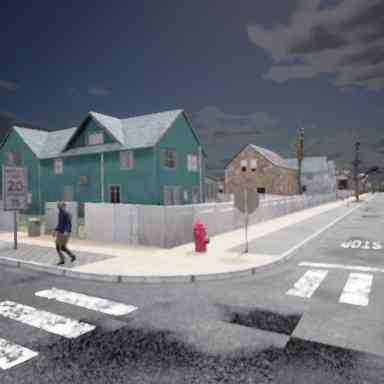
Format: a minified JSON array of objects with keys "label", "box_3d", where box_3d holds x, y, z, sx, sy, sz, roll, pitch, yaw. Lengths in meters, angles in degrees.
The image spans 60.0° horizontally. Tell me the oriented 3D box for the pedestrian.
[{"label":"pedestrian","box_3d":[-3.584,1.093,9.332,0.375,1.860,0.375,-1,-2,31]}]
